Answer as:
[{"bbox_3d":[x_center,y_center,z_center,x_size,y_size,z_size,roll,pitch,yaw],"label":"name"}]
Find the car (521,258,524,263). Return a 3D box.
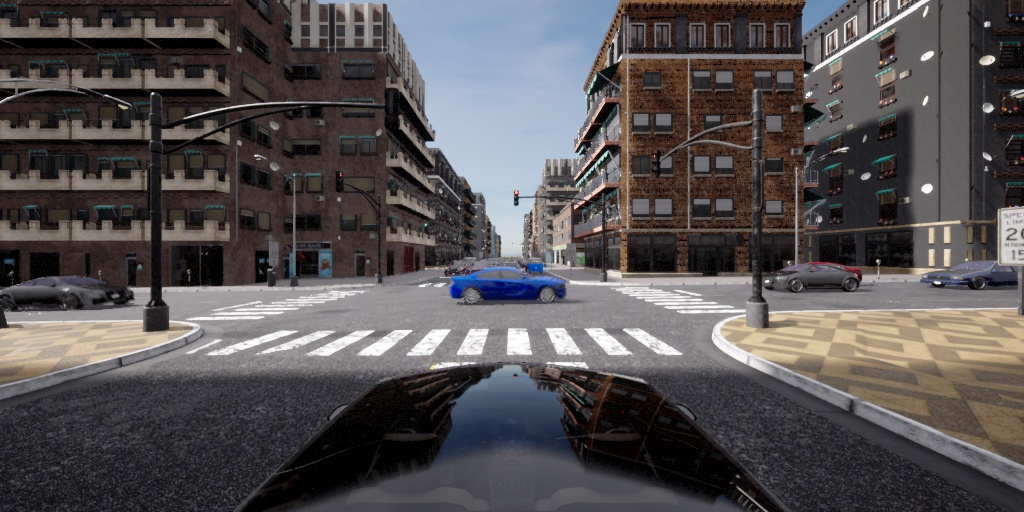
[{"bbox_3d":[2.565,1.283,47.038,1.888,1.381,4.507,0,0,0],"label":"car"}]

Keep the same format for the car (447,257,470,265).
[{"bbox_3d":[-5.515,1.182,35.857,1.967,1.591,4.097,0,0,0],"label":"car"}]

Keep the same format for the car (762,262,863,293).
[{"bbox_3d":[15.026,1.088,18.310,4.181,1.385,1.994,-1,0,0],"label":"car"}]

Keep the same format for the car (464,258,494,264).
[{"bbox_3d":[-2.920,1.221,32.732,1.882,1.535,5.008,0,0,0],"label":"car"}]

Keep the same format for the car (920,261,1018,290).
[{"bbox_3d":[24.394,0.943,18.336,5.357,1.411,2.033,-1,0,0],"label":"car"}]

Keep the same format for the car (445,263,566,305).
[{"bbox_3d":[-0.195,1.213,15.424,5.008,1.535,1.882,-1,0,0],"label":"car"}]

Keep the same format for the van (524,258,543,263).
[{"bbox_3d":[2.614,1.081,40.834,1.690,1.789,3.998,0,0,0],"label":"van"}]

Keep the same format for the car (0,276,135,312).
[{"bbox_3d":[-19.009,1.556,15.378,4.181,1.385,1.994,-1,0,0],"label":"car"}]

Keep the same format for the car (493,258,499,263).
[{"bbox_3d":[-2.946,1.088,53.605,2.097,1.767,4.553,0,0,0],"label":"car"}]

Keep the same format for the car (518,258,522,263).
[{"bbox_3d":[2.450,1.301,58.200,1.948,1.339,4.313,0,0,0],"label":"car"}]
